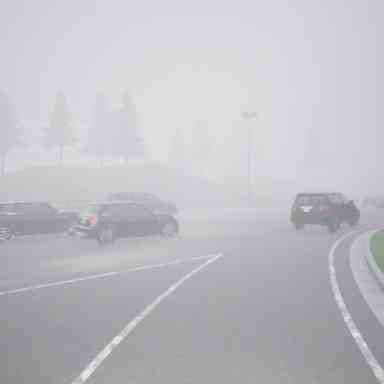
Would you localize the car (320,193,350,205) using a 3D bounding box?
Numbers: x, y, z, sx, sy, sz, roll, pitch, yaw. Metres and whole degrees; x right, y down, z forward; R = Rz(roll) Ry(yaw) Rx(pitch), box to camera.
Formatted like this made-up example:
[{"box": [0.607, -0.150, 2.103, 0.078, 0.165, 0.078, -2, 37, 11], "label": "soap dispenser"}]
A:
[{"box": [21.243, 0.992, 49.174, 4.902, 1.511, 2.128, 0, 1, -40], "label": "car"}]

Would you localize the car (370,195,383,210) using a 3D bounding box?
[{"box": [21.624, 1.180, 35.726, 5.357, 1.411, 2.033, -1, 1, -40], "label": "car"}]

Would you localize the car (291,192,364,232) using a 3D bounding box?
[{"box": [7.647, 1.030, 18.887, 2.150, 2.045, 5.566, -1, 0, 42], "label": "car"}]

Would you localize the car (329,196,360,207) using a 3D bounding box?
[{"box": [19.925, 1.159, 43.464, 4.718, 1.301, 1.895, 0, 1, -40], "label": "car"}]

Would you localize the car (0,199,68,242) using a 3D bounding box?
[{"box": [-7.346, 1.203, 15.732, 4.553, 1.767, 2.097, 0, 1, -40], "label": "car"}]

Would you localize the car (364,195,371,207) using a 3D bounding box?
[{"box": [22.968, 1.102, 41.458, 4.674, 1.442, 1.812, 0, 1, -40], "label": "car"}]

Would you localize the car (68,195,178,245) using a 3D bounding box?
[{"box": [-2.809, 1.207, 14.990, 4.553, 1.767, 2.097, -1, 1, -40], "label": "car"}]

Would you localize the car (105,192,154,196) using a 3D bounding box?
[{"box": [-3.633, 0.994, 23.470, 5.566, 2.045, 2.150, 0, 1, -40], "label": "car"}]
